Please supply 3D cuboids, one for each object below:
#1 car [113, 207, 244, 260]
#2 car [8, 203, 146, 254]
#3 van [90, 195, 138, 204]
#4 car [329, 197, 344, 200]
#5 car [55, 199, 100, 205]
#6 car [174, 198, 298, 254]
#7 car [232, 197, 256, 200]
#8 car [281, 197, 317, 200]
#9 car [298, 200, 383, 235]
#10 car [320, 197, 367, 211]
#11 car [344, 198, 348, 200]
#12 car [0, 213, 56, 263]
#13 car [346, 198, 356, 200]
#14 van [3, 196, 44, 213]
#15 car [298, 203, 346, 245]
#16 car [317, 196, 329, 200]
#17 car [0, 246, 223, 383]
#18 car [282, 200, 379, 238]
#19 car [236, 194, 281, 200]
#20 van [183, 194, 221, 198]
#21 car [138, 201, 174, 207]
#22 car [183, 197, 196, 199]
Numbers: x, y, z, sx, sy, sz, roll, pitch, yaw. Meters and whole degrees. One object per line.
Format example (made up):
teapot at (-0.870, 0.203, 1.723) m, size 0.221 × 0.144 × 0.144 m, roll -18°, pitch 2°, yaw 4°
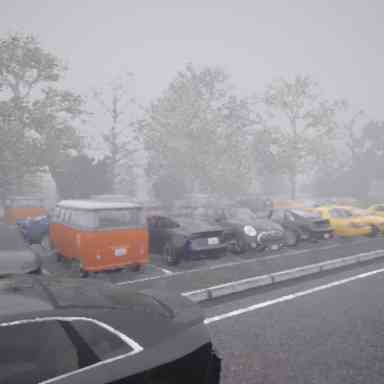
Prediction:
car at (-0.725, 1.483, 11.660) m, size 2.163 × 1.488 × 4.792 m, roll 0°, pitch 0°, yaw -35°
car at (-4.770, 1.462, 14.198) m, size 5.008 × 1.535 × 1.882 m, roll 0°, pitch 0°, yaw -35°
van at (-5.886, 1.209, 23.866) m, size 1.878 × 1.987 × 4.442 m, roll 0°, pitch 0°, yaw -36°
car at (14.385, 1.480, 38.338) m, size 2.163 × 1.488 × 4.792 m, roll 0°, pitch 0°, yaw -35°
car at (-8.223, 1.450, 22.348) m, size 2.097 × 1.535 × 5.008 m, roll 0°, pitch 0°, yaw -35°
car at (1.536, 1.312, 13.265) m, size 2.185 × 1.767 × 4.553 m, roll 0°, pitch 0°, yaw -35°
car at (3.088, 1.451, 30.328) m, size 2.163 × 1.488 × 4.792 m, roll 0°, pitch 0°, yaw -35°
car at (9.956, 1.436, 35.006) m, size 1.946 × 1.575 × 5.366 m, roll 0°, pitch 0°, yaw -35°
car at (8.350, 1.417, 17.832) m, size 1.946 × 1.575 × 5.366 m, roll 0°, pitch 0°, yaw -35°
car at (18.790, 1.462, 41.491) m, size 2.097 × 1.535 × 5.008 m, roll 0°, pitch 0°, yaw -35°
car at (16.508, 1.331, 39.918) m, size 2.185 × 1.767 × 4.553 m, roll 0°, pitch 0°, yaw -35°
car at (-5.220, 1.519, 8.400) m, size 2.163 × 1.488 × 4.792 m, roll 0°, pitch 0°, yaw -35°
car at (12.978, 1.426, 21.114) m, size 1.946 × 1.575 × 5.366 m, roll 0°, pitch 0°, yaw -35°
van at (-10.548, 1.243, 20.835) m, size 1.878 × 1.987 × 4.442 m, roll 0°, pitch 0°, yaw -35°
car at (3.825, 1.426, 14.843) m, size 2.231 × 1.521 × 4.892 m, roll 0°, pitch 0°, yaw -35°
car at (12.110, 1.485, 36.757) m, size 2.002 × 1.452 × 4.674 m, roll 0°, pitch 0°, yaw -35°
car at (-2.006, 1.507, 2.256) m, size 4.892 × 1.490 × 1.837 m, roll 0°, pitch 0°, yaw -36°
car at (5.972, 1.417, 16.600) m, size 1.946 × 1.575 × 5.366 m, roll 0°, pitch 0°, yaw -35°
car at (5.314, 1.176, 31.976) m, size 2.435 × 2.045 × 5.566 m, roll 0°, pitch 0°, yaw -35°
van at (0.643, 1.191, 28.772) m, size 1.878 × 1.987 × 4.442 m, roll 0°, pitch 0°, yaw -35°
car at (-3.720, 1.452, 25.571) m, size 2.163 × 1.488 × 4.792 m, roll 0°, pitch 0°, yaw -35°
car at (-1.567, 1.447, 27.097) m, size 2.163 × 1.488 × 4.792 m, roll 0°, pitch 0°, yaw -35°
